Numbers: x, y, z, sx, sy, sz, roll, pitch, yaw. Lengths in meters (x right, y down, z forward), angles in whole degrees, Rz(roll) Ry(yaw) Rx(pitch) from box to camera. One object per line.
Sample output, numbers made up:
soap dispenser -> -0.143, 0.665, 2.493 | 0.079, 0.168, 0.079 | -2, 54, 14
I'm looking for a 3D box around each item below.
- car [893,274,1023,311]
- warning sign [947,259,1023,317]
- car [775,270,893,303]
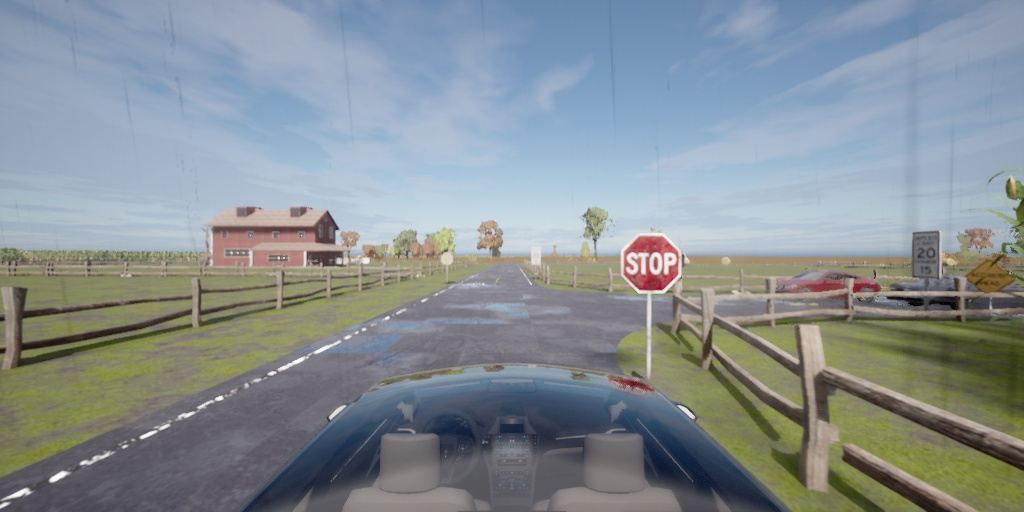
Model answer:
car -> 18.452, 1.456, 14.394 | 5.357, 1.411, 2.033 | 0, 0, 1
warning sign -> 15.890, 1.024, 11.938 | 1.060, 1.860, 1.300 | 0, 0, 0
car -> 14.882, 1.407, 17.230 | 4.674, 1.442, 1.812 | 0, 0, 0
